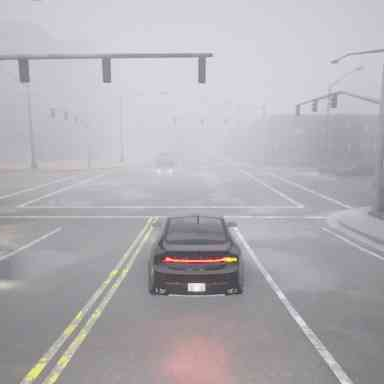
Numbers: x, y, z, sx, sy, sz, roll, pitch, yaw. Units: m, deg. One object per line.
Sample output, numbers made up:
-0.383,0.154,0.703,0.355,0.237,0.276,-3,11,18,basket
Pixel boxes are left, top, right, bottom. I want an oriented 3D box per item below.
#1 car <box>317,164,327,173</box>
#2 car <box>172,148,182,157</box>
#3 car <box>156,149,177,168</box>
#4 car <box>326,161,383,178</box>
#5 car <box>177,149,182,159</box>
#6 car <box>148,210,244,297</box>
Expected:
15.942,-2.671,36.331,4.181,1.385,1.994,0,9,0,car
-3.488,-9.184,77.220,2.097,1.767,4.553,0,9,0,car
-3.581,-4.443,45.584,2.150,2.045,5.566,0,9,0,car
16.647,-2.155,32.869,5.357,1.411,2.033,0,9,2,car
-3.502,-7.430,67.107,2.033,1.411,5.357,0,9,0,car
0.073,1.200,8.032,1.837,1.490,4.892,0,4,0,car
